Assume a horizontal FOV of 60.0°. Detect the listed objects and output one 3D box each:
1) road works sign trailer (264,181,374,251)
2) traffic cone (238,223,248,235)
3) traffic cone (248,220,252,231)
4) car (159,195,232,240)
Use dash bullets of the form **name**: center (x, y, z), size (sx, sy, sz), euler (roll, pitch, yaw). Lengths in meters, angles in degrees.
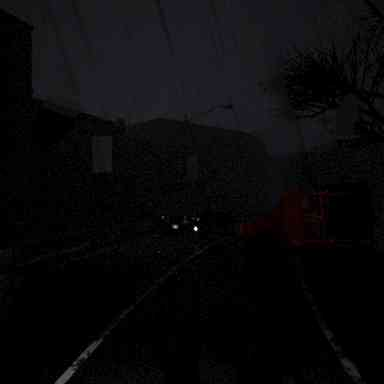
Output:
- **road works sign trailer**: center (4.691, 0.943, 12.357), size (2.880, 2.380, 3.560), euler (-2, -2, -45)
- **traffic cone**: center (2.626, 1.945, 17.684), size (0.340, 0.580, 0.340), euler (1, 0, 23)
- **traffic cone**: center (3.407, 1.946, 19.525), size (0.340, 0.580, 0.340), euler (1, 0, 23)
- **car**: center (0.393, 1.195, 17.364), size (2.150, 2.045, 5.566), euler (0, 0, 25)
